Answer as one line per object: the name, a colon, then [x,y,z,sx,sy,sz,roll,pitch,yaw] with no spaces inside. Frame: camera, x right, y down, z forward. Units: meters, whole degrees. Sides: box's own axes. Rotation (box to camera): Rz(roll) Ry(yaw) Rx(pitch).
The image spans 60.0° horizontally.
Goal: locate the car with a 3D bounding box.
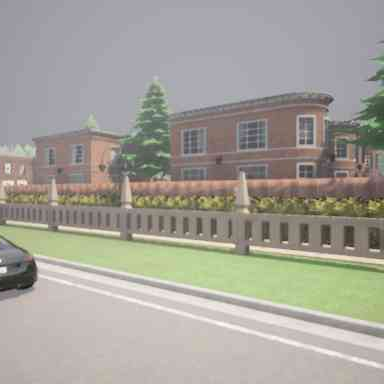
car: [-5.513,1.560,7.875,4.181,1.385,1.994,0,0,36]
